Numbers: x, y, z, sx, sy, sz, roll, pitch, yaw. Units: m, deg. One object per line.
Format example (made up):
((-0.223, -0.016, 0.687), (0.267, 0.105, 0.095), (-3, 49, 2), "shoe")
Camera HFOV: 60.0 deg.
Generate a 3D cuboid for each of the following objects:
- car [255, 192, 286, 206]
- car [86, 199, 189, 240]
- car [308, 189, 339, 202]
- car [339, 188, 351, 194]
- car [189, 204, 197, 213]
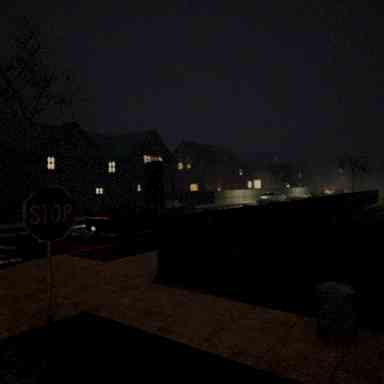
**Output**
((8.411, 0.701, 34.951), (1.812, 1.442, 4.674), (0, 1, 37), "car")
((-2.594, 1.223, 15.581), (2.128, 1.511, 4.902), (0, 1, 37), "car")
((15.327, 0.476, 39.372), (2.128, 1.511, 4.902), (0, 1, 38), "car")
((21.559, 0.250, 47.728), (1.837, 1.490, 4.892), (0, 1, 37), "car")
((-1.849, 1.155, 21.317), (2.033, 1.411, 5.357), (0, 1, 37), "car")
